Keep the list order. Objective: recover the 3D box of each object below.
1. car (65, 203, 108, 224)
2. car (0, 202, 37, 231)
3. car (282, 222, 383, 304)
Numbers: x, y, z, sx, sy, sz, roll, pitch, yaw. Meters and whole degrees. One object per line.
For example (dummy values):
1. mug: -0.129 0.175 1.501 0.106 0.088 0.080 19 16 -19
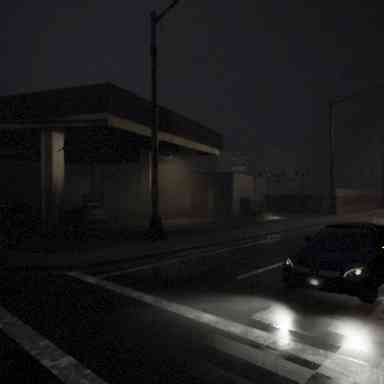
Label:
1. car: -8.236 1.629 25.853 3.806 1.475 1.970 -1 0 44
2. car: -11.675 1.487 21.188 4.611 1.667 2.242 -1 0 44
3. car: 4.021 1.518 8.388 1.812 1.442 4.674 -1 0 43
